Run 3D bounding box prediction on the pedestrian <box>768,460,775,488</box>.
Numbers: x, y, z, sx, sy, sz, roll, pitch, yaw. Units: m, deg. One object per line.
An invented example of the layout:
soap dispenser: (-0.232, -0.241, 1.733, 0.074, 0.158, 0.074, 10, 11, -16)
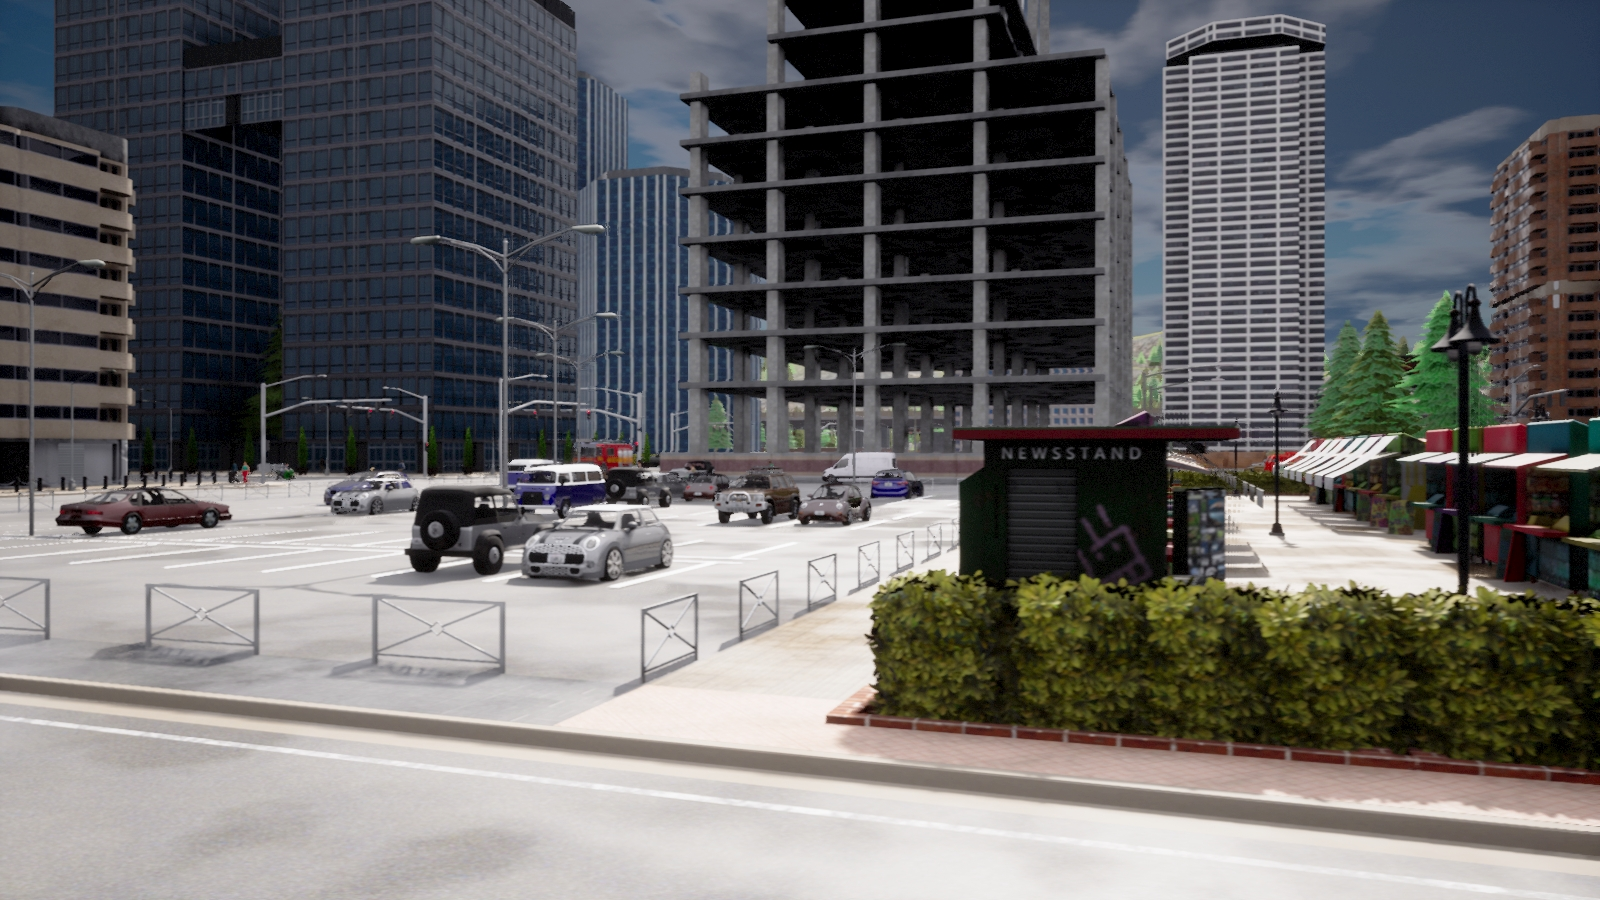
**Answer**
pedestrian: (-1.887, 1.623, 76.156, 0.375, 1.860, 0.375, 0, 0, 14)
